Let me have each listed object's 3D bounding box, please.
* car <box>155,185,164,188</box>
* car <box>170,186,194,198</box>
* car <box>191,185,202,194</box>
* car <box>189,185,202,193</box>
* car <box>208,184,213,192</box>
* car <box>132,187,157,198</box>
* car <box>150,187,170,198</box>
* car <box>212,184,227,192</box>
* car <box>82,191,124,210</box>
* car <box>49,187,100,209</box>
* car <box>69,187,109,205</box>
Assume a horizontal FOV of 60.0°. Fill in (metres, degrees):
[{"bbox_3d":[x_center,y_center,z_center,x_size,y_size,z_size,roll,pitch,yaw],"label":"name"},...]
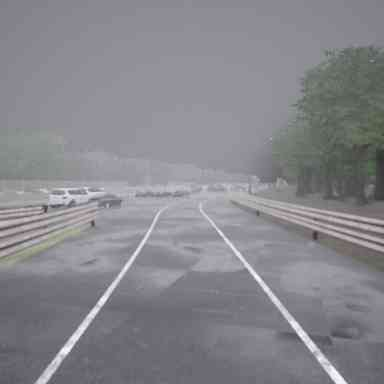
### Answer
[{"bbox_3d":[-8.824,-0.634,93.597,1.895,1.301,4.718,0,2,17],"label":"car"},{"bbox_3d":[-1.692,0.244,56.795,1.837,1.490,4.892,0,2,17],"label":"car"},{"bbox_3d":[0.729,-0.236,76.851,1.895,1.301,4.718,0,2,17],"label":"car"},{"bbox_3d":[1.024,-0.969,89.888,2.150,2.045,5.566,0,2,17],"label":"car"},{"bbox_3d":[5.961,-1.119,94.111,2.150,2.045,5.566,0,2,17],"label":"car"},{"bbox_3d":[-8.391,0.254,58.826,1.812,1.442,4.674,0,2,17],"label":"car"},{"bbox_3d":[-5.034,0.333,57.837,1.895,1.301,4.718,0,2,17],"label":"car"},{"bbox_3d":[7.723,-0.958,87.858,2.150,2.045,5.566,0,2,17],"label":"car"},{"bbox_3d":[-8.647,0.923,33.850,1.837,1.490,4.892,0,2,17],"label":"car"},{"bbox_3d":[-12.204,0.656,34.176,2.150,2.045,5.566,0,2,17],"label":"car"},{"bbox_3d":[-13.163,0.416,43.080,2.150,2.045,5.566,0,2,17],"label":"car"}]
